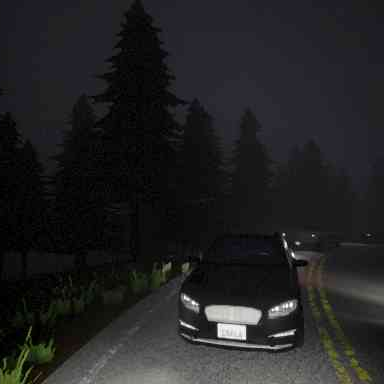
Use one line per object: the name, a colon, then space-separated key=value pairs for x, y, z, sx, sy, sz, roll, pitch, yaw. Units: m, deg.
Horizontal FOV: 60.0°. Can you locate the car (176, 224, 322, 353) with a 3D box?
car: x=1.129 y=1.561 z=6.581 sx=2.128 sy=1.511 sz=4.902 roll=-1 pitch=-2 yaw=15

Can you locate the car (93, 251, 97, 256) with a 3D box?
car: x=-20.300 y=13.650 z=72.939 sx=4.181 sy=1.381 sz=1.994 roll=-2 pitch=-5 yaw=31

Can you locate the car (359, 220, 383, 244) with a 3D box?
car: x=15.778 y=3.220 z=26.427 sx=5.566 sy=2.045 sz=2.150 roll=8 pitch=-8 yaw=-28

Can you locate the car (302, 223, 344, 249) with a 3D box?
car: x=6.464 y=2.305 z=17.643 sx=1.895 sy=1.301 sz=4.718 roll=-3 pitch=-6 yaw=39
